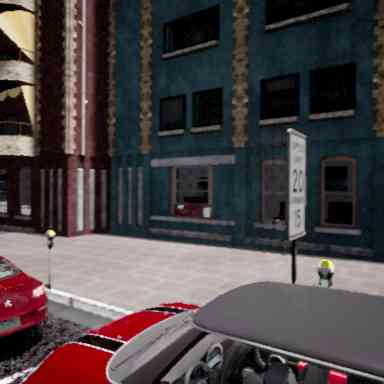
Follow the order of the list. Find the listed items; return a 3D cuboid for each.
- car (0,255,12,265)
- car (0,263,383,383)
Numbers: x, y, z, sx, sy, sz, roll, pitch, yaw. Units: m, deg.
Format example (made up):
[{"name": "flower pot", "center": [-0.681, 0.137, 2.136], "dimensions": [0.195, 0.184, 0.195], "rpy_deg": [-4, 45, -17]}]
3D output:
[{"name": "car", "center": [-4.074, 1.575, 5.507], "dimensions": [4.206, 1.307, 1.802], "rpy_deg": [0, 1, 34]}, {"name": "car", "center": [0.502, 1.431, 2.368], "dimensions": [4.097, 1.590, 1.967], "rpy_deg": [0, 1, 34]}]
